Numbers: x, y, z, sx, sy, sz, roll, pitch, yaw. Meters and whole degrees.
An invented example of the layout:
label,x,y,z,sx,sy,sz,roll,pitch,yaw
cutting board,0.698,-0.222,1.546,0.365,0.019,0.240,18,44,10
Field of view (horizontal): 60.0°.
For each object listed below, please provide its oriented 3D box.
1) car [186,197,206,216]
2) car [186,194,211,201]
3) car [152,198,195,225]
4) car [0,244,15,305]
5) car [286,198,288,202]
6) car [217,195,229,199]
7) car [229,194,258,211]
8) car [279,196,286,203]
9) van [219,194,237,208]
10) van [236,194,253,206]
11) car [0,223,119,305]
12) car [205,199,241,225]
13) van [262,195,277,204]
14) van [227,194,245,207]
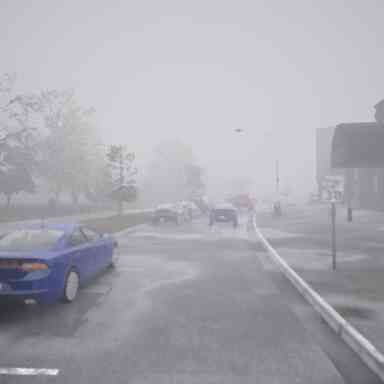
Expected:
label,x,y,z,sx,sy,sz,roll,pitch,yaw
car,-0.519,1.546,29.710,2.231,1.521,4.892,-3,0,11
car,0.690,1.305,35.205,2.435,2.045,5.566,-3,0,13
car,-1.541,1.535,24.213,2.231,1.521,4.892,-3,0,11
car,-3.547,1.488,1.946,2.231,1.521,4.892,0,0,2
car,23.423,2.010,85.907,2.002,1.452,4.674,-3,-1,34
car,3.789,1.591,46.112,1.946,1.575,5.366,-3,-1,19
car,6.627,1.278,42.269,2.150,2.045,5.566,-1,0,16
car,20.341,1.669,81.280,2.435,2.045,5.566,-3,-1,30
van,5.563,1.399,51.338,1.878,1.987,4.442,-3,-1,18
van,9.778,1.478,61.697,1.878,1.987,4.442,-3,-1,23
car,-3.283,1.494,8.268,2.097,1.535,5.008,0,0,4
car,2.405,1.508,24.395,1.882,1.535,5.008,0,0,9
van,17.462,1.638,76.590,1.878,1.987,4.442,-3,-1,29
van,7.582,1.436,56.555,1.878,1.987,4.442,-3,-1,23
